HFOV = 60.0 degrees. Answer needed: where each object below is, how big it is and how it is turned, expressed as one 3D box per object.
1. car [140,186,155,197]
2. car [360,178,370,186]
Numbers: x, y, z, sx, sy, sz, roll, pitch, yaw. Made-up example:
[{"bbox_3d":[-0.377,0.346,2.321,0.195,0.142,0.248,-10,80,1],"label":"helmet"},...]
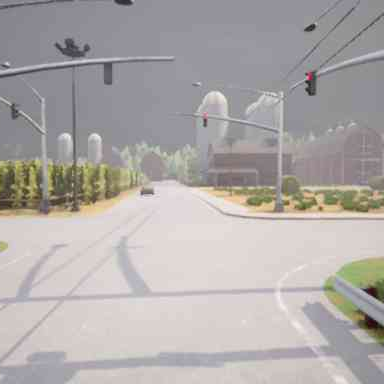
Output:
[{"bbox_3d":[-5.934,-0.139,44.454,1.895,1.301,4.718,0,3,-5],"label":"car"},{"bbox_3d":[42.212,-2.261,80.402,1.905,1.878,3.866,10,10,41],"label":"car"}]
